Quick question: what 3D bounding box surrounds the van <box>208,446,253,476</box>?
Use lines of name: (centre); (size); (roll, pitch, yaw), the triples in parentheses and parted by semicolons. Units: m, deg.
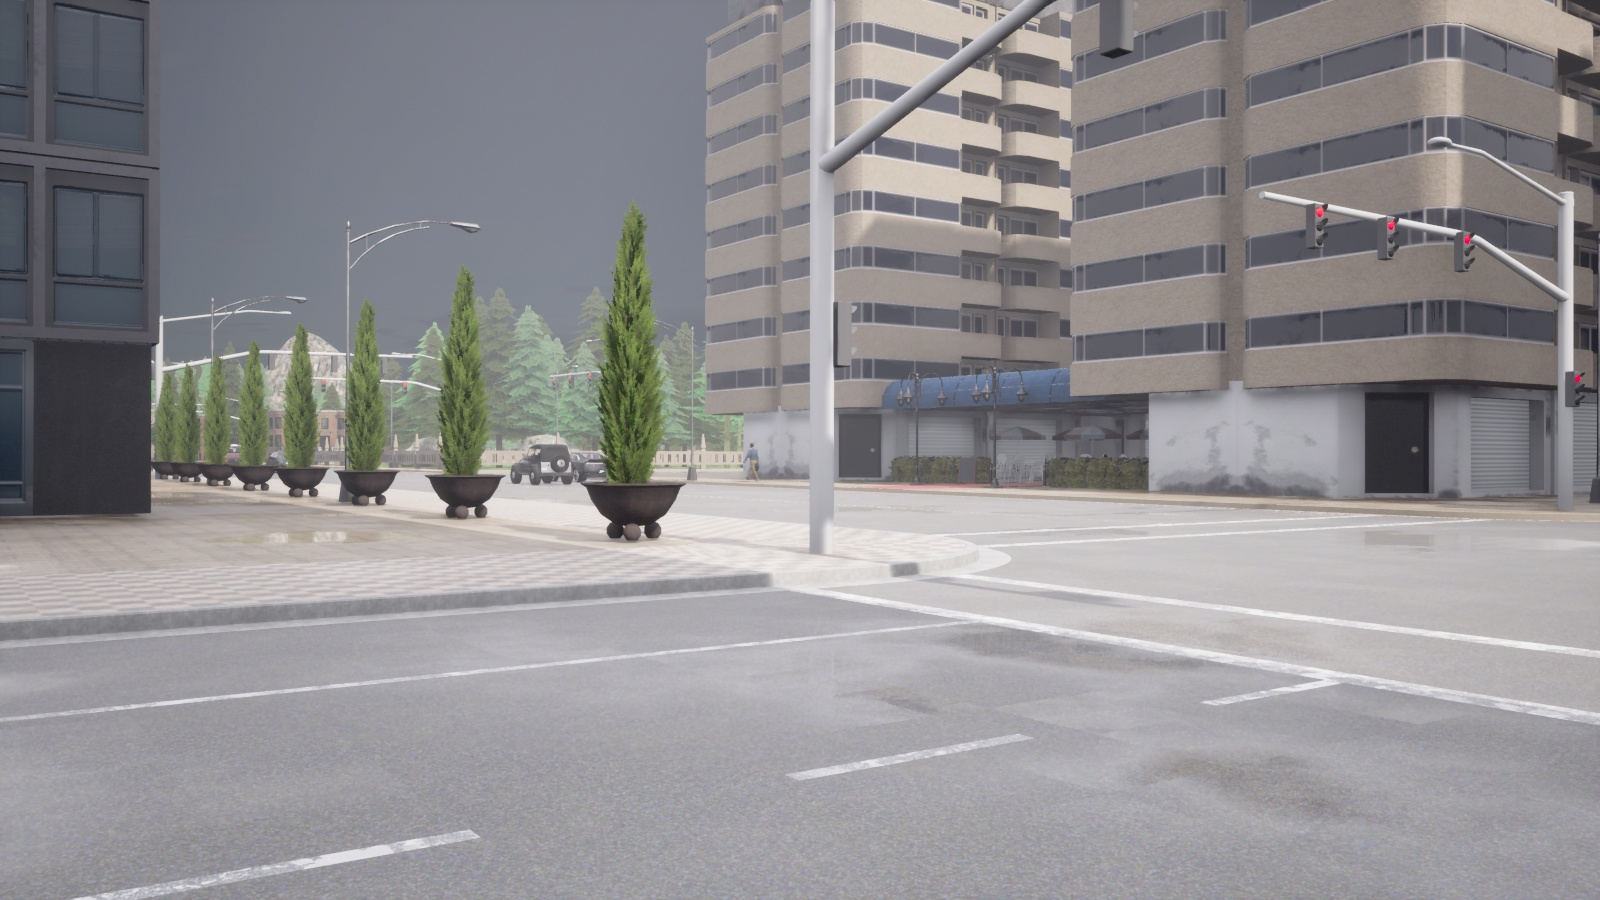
van: (-38.966, 0.764, 85.870); (2.069, 2.038, 4.480); (0, -1, -34)

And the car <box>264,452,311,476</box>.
car: (-35.657, 0.964, 87.243); (2.033, 1.649, 4.856); (0, 0, -35)

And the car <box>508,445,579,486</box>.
car: (-12.049, 0.710, 58.794); (1.905, 1.878, 3.866); (0, 0, -34)

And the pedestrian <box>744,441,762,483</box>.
pedestrian: (-2.177, 0.547, 57.683); (0.423, 1.949, 0.788); (0, 0, -41)

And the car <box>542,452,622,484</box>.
car: (-11.100, 0.880, 63.618); (2.128, 1.511, 4.902); (0, 0, -34)
